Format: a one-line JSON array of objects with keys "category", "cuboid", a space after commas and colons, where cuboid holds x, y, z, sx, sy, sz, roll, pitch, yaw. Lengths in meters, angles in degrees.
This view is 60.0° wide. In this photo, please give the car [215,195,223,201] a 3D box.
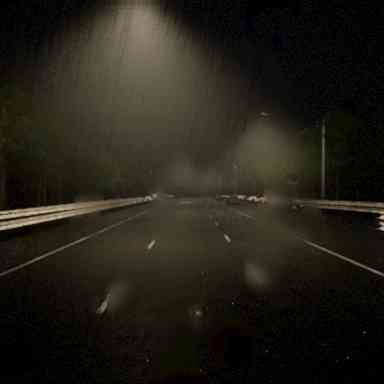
[{"category": "car", "cuboid": [7.008, 1.531, 85.166, 1.994, 1.385, 4.181, 0, 0, 0]}]

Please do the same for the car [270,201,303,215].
[{"category": "car", "cuboid": [9.596, 1.570, 34.036, 1.994, 1.385, 4.181, 0, 0, -11]}]

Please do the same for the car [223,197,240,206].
[{"category": "car", "cuboid": [6.772, 1.513, 54.815, 2.033, 1.411, 5.357, 0, 0, -1]}]
